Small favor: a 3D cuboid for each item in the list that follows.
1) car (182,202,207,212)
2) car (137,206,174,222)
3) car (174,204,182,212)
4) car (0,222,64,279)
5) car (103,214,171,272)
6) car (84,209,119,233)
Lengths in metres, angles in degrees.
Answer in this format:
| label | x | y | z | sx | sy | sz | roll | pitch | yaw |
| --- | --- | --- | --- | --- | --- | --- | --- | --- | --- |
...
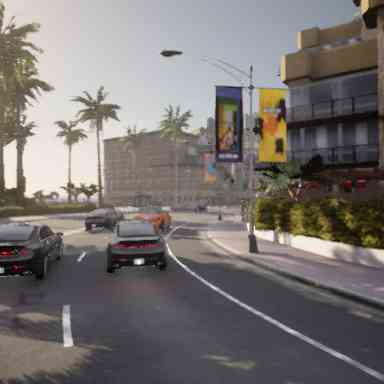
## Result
| label | x | y | z | sx | sy | sz | roll | pitch | yaw |
| --- | --- | --- | --- | --- | --- | --- | --- | --- | --- |
| car | 0.756 | 2.590 | 57.631 | 2.097 | 1.767 | 4.553 | -1 | -1 | 32 |
| car | -2.891 | 1.884 | 24.701 | 2.097 | 1.767 | 4.553 | 0 | -1 | 5 |
| car | -2.056 | 2.847 | 59.742 | 1.994 | 1.385 | 4.181 | -1 | -2 | 32 |
| car | -5.359 | 1.736 | 10.602 | 1.837 | 1.490 | 4.892 | 0 | -1 | -13 |
| car | -2.064 | 1.763 | 11.822 | 1.837 | 1.490 | 4.892 | 0 | -1 | -13 |
| car | -6.396 | 2.040 | 24.800 | 1.837 | 1.490 | 4.892 | 0 | -1 | 5 |
